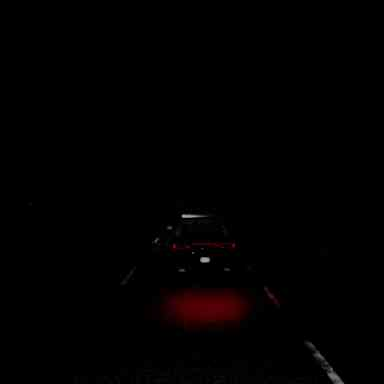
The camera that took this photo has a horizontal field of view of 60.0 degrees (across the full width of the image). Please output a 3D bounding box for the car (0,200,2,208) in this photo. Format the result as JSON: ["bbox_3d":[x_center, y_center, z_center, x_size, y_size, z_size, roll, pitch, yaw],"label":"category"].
[{"bbox_3d":[-28.031,1.935,47.552,1.882,1.535,5.008,0,-1,0],"label":"car"}]

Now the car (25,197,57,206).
[{"bbox_3d":[-21.041,1.679,47.510,2.150,2.045,5.566,0,-1,0],"label":"car"}]

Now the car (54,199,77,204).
[{"bbox_3d":[-17.542,1.985,47.632,1.812,1.442,4.674,0,-1,0],"label":"car"}]

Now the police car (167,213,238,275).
[{"bbox_3d":[0.211,1.502,10.949,1.930,1.638,5.238,0,0,-3],"label":"police car"}]

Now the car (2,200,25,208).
[{"bbox_3d":[-24.536,1.963,47.595,1.837,1.490,4.892,0,-1,0],"label":"car"}]
